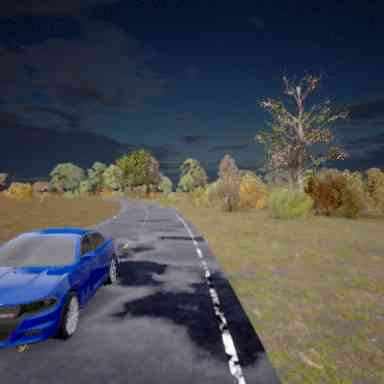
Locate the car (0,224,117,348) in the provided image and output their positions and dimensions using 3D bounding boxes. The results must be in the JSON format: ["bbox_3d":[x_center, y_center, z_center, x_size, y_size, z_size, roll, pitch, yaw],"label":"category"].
[{"bbox_3d":[-2.840,1.509,6.777,1.882,1.535,5.008,0,0,-2],"label":"car"}]
